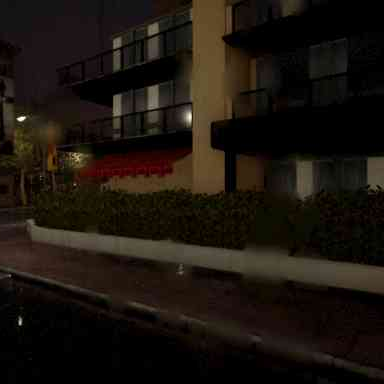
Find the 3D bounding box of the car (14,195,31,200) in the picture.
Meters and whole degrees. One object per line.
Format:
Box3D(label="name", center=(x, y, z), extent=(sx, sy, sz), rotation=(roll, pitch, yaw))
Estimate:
Box3D(label="car", center=(-35.696, 1.454, 67.691), extent=(4.892, 1.521, 2.231), rotation=(0, 0, 36))
